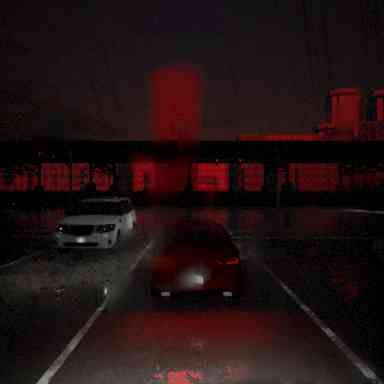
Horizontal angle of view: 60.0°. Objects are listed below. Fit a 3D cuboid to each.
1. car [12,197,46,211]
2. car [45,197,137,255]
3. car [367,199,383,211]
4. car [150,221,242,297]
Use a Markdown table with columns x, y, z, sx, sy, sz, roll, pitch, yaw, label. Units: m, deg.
| x | y | z | sx | sy | sz | roll | pitch | yaw | label |
| --- | --- | --- | --- | --- | --- | --- | --- | --- | --- |
| -18.802 | 1.348 | 39.525 | 4.553 | 1.767 | 2.097 | 0 | 0 | 2 | car |
| -3.679 | 1.229 | 13.709 | 2.150 | 2.045 | 5.566 | 0 | 0 | 0 | car |
| 22.728 | 1.399 | 38.406 | 4.674 | 1.442 | 1.812 | -1 | 0 | 1 | car |
| 0.095 | 1.477 | 8.615 | 1.882 | 1.535 | 5.008 | 0 | 0 | 0 | car |
